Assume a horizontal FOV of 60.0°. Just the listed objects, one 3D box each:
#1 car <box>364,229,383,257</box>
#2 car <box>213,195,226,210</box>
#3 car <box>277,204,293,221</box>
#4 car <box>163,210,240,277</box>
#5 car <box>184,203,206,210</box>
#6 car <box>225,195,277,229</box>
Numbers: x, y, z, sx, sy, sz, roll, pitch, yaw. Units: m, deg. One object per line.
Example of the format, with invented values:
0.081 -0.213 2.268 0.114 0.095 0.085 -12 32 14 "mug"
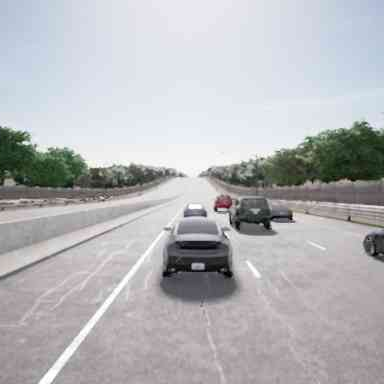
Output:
7.160 1.575 10.196 1.812 1.442 4.674 0 0 0 "car"
3.864 1.401 42.098 2.150 2.045 5.566 0 -1 0 "car"
7.281 1.679 28.793 1.994 1.385 4.181 0 0 0 "car"
0.161 1.528 10.324 1.837 1.490 4.892 0 0 0 "car"
0.278 1.651 28.329 1.994 1.385 4.181 0 0 0 "car"
3.739 1.297 22.187 2.150 2.045 5.566 0 0 0 "car"
